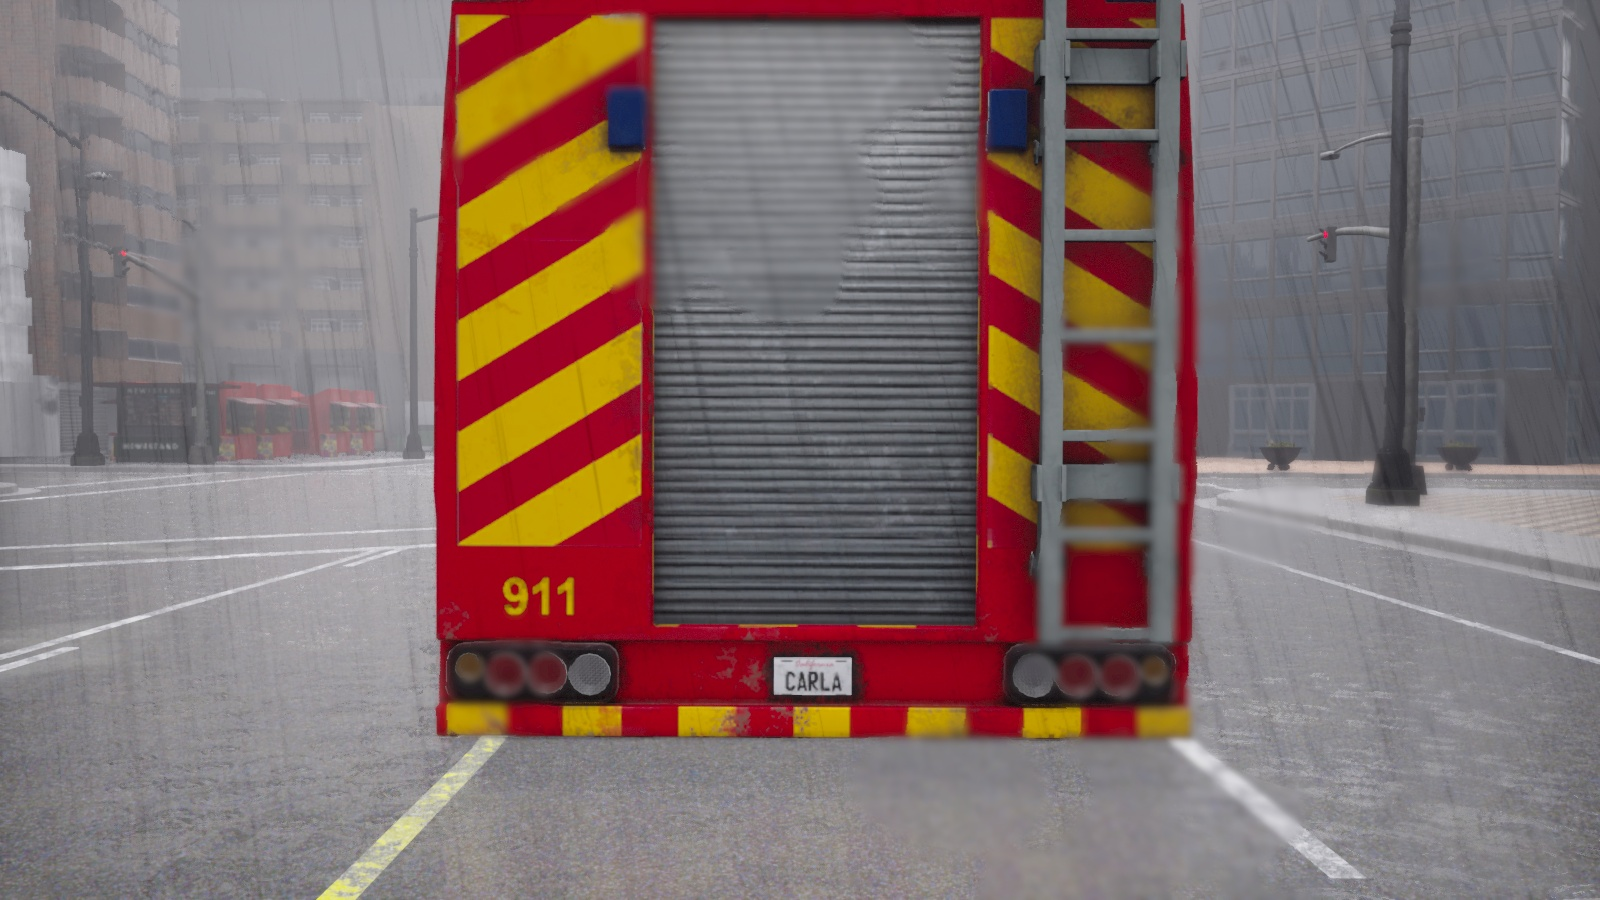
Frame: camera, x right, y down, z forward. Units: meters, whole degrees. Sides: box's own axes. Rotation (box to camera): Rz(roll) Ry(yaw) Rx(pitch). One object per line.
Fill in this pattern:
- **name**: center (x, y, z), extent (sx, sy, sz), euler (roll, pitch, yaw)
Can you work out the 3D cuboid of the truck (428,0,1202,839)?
- **truck**: center (0.056, -0.528, 8.951), extent (2.891, 3.827, 8.468), euler (0, 1, 0)
